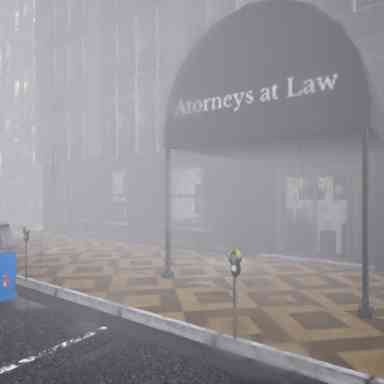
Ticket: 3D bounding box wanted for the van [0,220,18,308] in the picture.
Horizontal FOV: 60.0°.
[{"bbox_3d":[-5.103,1.341,6.534,3.998,1.788,1.690,0,0,36],"label":"van"}]
